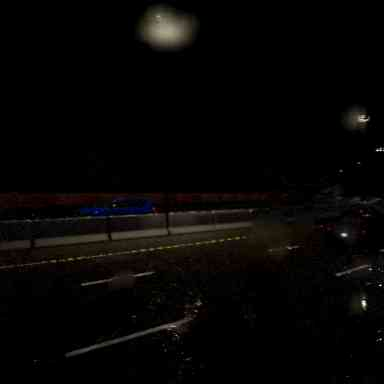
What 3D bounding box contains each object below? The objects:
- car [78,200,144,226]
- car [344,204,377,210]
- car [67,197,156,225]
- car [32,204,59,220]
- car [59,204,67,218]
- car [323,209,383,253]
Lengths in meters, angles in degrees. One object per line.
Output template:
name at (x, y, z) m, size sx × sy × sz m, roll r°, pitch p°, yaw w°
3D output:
car at (-6.230, 1.549, 25.966) m, size 4.553 × 1.767 × 2.097 m, roll 0°, pitch 0°, yaw -41°
car at (11.865, 1.610, 23.032) m, size 1.837 × 1.490 × 4.892 m, roll 1°, pitch 1°, yaw 45°
car at (-5.054, 1.393, 22.338) m, size 5.566 × 2.045 × 2.150 m, roll 0°, pitch -1°, yaw -40°
car at (-12.193, 1.813, 30.085) m, size 4.181 × 1.385 × 1.994 m, roll 0°, pitch 0°, yaw -40°
car at (-8.722, 1.788, 28.426) m, size 4.181 × 1.385 × 1.994 m, roll 0°, pitch 0°, yaw -40°
car at (7.364, 1.629, 14.167) m, size 4.181 × 1.385 × 1.994 m, roll 0°, pitch 0°, yaw -42°
